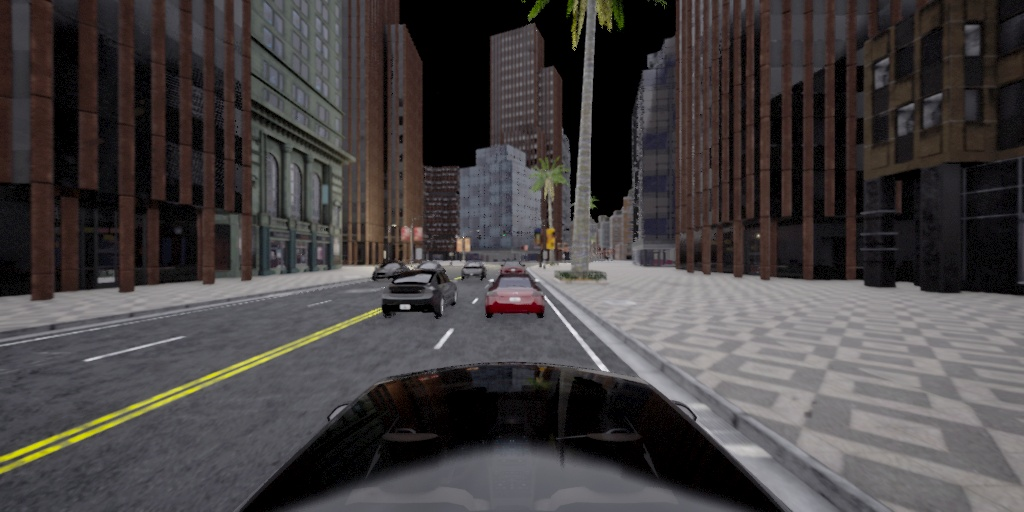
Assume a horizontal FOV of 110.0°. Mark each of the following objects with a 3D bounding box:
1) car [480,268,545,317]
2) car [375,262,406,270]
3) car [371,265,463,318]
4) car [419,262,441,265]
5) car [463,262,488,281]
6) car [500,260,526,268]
[{"bbox_3d":[0.094,1.316,13.161,1.994,1.385,4.181,0,0,0],"label":"car"},{"bbox_3d":[-9.863,1.268,29.388,1.837,1.490,4.892,0,0,0],"label":"car"},{"bbox_3d":[-3.156,1.257,13.002,1.837,1.490,4.892,0,0,0],"label":"car"},{"bbox_3d":[-6.613,1.238,28.644,1.882,1.535,5.008,0,0,0],"label":"car"},{"bbox_3d":[-3.163,1.254,30.609,2.128,1.511,4.902,0,0,0],"label":"car"},{"bbox_3d":[0.087,1.114,30.368,2.097,1.767,4.553,0,0,0],"label":"car"}]
